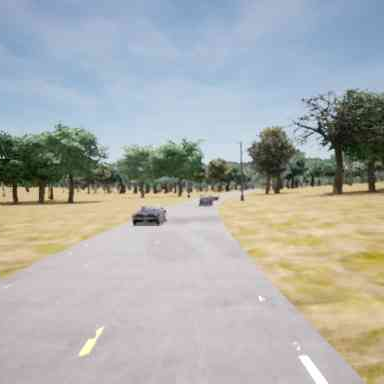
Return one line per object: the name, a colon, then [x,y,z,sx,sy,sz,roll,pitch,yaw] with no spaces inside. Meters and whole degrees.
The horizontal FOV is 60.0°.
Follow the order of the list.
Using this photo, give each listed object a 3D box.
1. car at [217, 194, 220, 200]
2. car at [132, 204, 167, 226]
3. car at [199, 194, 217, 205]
car: [4.390,0.989,65.916,1.895,1.301,4.718,-1,1,10]
car: [-2.917,1.563,23.455,1.895,1.301,4.718,-1,0,2]
car: [2.120,1.122,48.570,2.128,1.511,4.902,-1,1,6]
